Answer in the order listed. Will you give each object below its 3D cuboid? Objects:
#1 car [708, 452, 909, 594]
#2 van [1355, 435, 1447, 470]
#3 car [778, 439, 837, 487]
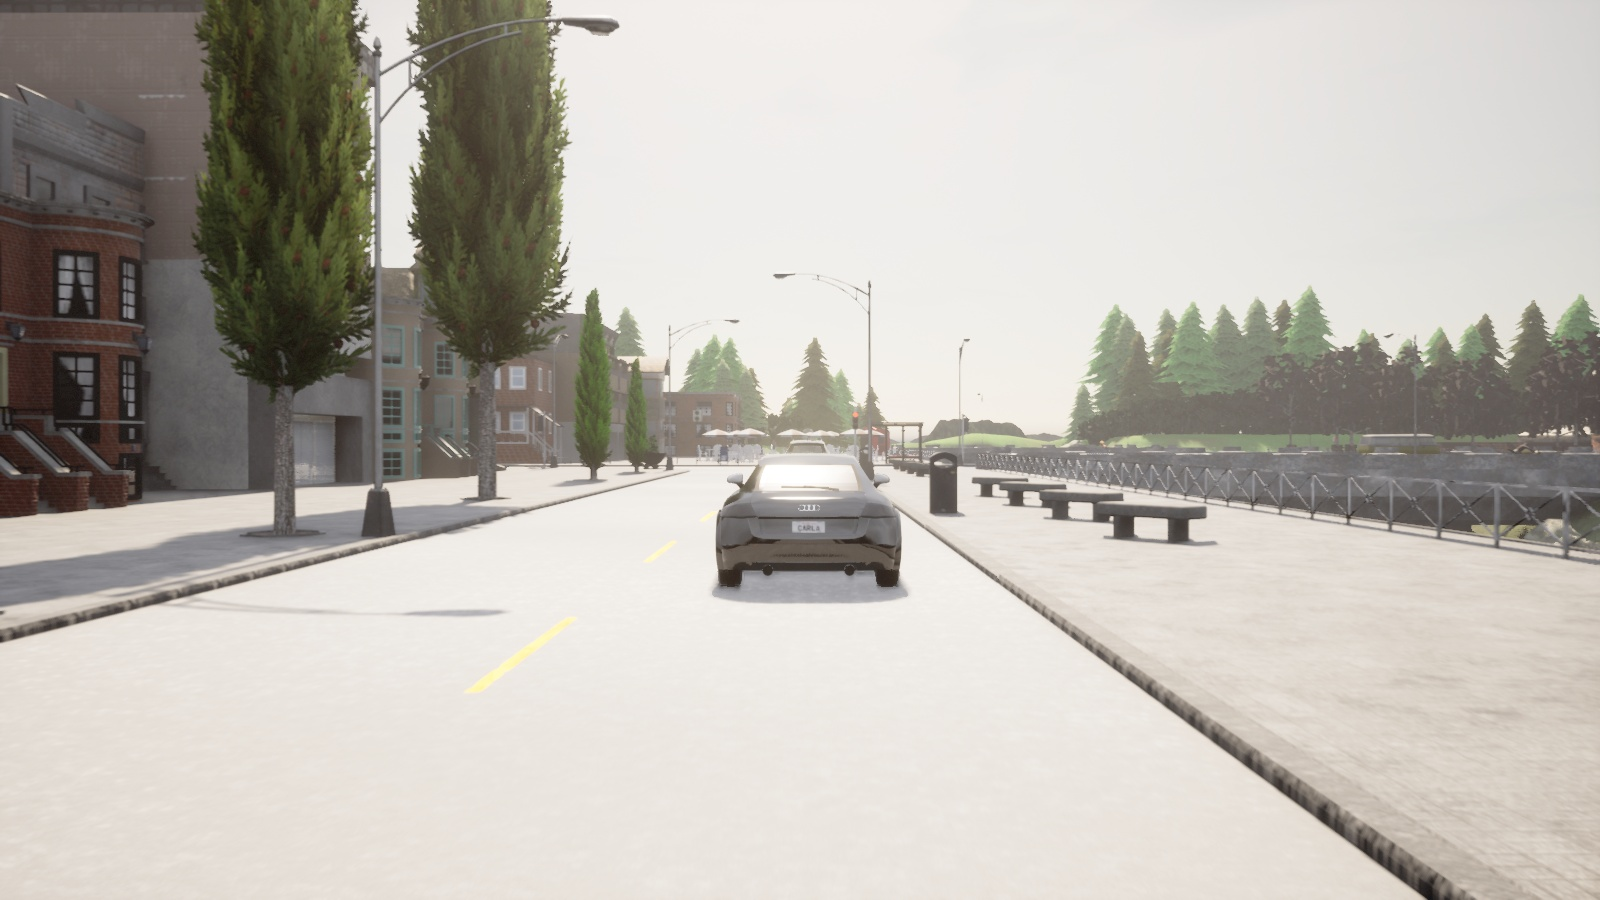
[{"bbox_3d":[0.096,0.728,14.571,1.994,1.385,4.181,0,0,0],"label":"car"},{"bbox_3d":[34.696,0.118,72.592,4.442,1.987,1.775,0,0,0],"label":"van"},{"bbox_3d":[0.266,0.422,45.195,2.033,1.649,4.856,0,0,0],"label":"car"}]
